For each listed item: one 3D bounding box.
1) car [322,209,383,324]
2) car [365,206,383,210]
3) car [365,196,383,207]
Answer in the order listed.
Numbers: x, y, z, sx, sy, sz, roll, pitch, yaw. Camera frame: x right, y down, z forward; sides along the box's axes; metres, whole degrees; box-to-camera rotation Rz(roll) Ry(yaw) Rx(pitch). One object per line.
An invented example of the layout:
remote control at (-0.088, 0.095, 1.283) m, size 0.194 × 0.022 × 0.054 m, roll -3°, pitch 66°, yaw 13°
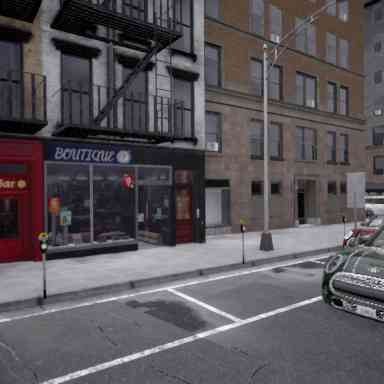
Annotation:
car at (4.669, 1.352, 6.725) m, size 4.553 × 1.767 × 2.097 m, roll 0°, pitch 0°, yaw -36°
car at (7.043, 1.442, 11.592) m, size 4.097 × 1.590 × 1.967 m, roll 0°, pitch -1°, yaw -36°
car at (16.706, 1.368, 27.537) m, size 2.150 × 2.045 × 5.566 m, roll -1°, pitch 0°, yaw -33°
